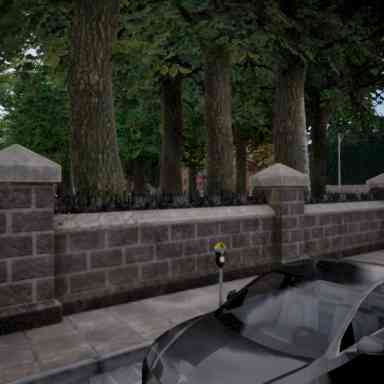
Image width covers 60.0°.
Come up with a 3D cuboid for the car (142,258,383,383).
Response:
[{"bbox_3d":[1.529,1.565,3.911,4.313,1.339,1.947,0,-1,-36],"label":"car"}]
